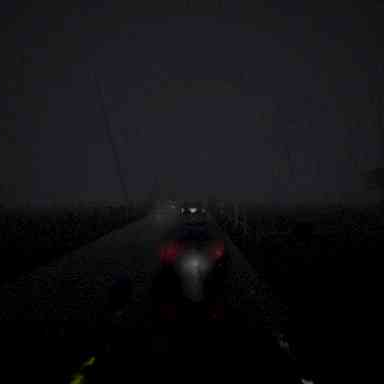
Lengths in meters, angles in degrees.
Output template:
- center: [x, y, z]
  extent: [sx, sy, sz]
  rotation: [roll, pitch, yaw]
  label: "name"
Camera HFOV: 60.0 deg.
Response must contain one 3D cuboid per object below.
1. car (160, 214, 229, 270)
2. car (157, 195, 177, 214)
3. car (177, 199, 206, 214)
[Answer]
- center: [0.082, 1.650, 11.128]
  extent: [1.895, 1.301, 4.718]
  rotation: [0, 0, 0]
  label: "car"
- center: [-2.849, 1.403, 39.055]
  extent: [2.150, 2.045, 5.566]
  rotation: [0, -1, 0]
  label: "car"
- center: [0.082, 1.475, 27.417]
  extent: [2.097, 1.767, 4.553]
  rotation: [0, 0, 0]
  label: "car"
